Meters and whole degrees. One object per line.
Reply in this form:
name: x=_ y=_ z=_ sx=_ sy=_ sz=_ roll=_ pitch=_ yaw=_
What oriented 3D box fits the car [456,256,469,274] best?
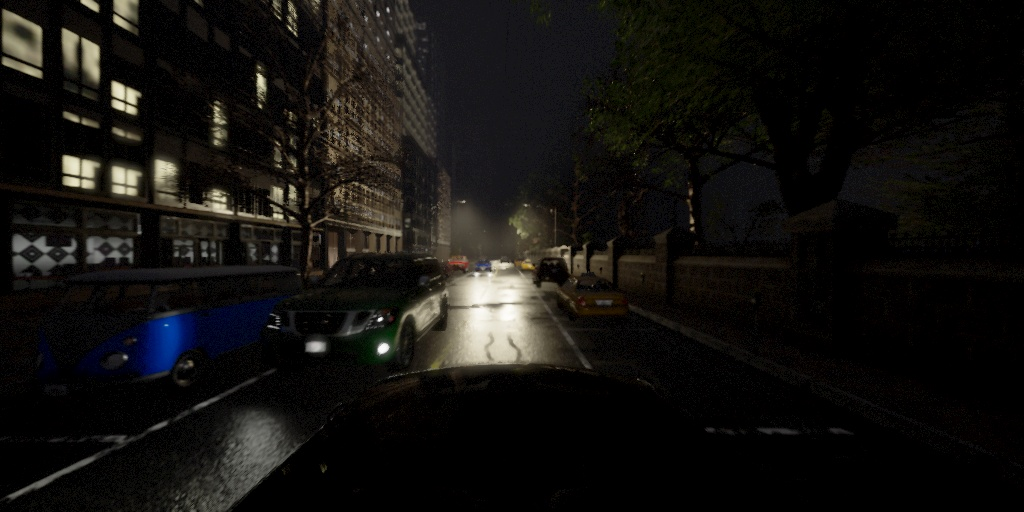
car: x=-5.861 y=0.951 z=39.680 sx=2.192 sy=1.841 sz=5.009 roll=0 pitch=0 yaw=-1

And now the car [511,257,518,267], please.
car: x=1.300 y=1.021 z=60.077 sx=1.801 sy=1.575 sz=5.366 roll=0 pitch=0 yaw=-2

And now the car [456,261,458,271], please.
car: x=-5.667 y=1.254 z=28.586 sx=1.802 sy=1.307 sz=4.207 roll=0 pitch=0 yaw=-1

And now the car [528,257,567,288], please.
car: x=2.433 y=1.001 z=23.156 sx=2.192 sy=1.841 sz=5.009 roll=0 pitch=0 yaw=-1

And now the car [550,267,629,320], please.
car: x=2.531 y=1.245 z=12.229 sx=1.751 sy=1.417 sz=4.829 roll=0 pitch=0 yaw=0

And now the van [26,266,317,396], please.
van: x=-5.468 y=1.079 z=6.395 sx=1.690 sy=1.789 sz=3.998 roll=0 pitch=0 yaw=0

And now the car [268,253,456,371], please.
car: x=-2.853 y=0.952 z=8.002 sx=2.150 sy=2.045 sz=5.566 roll=0 pitch=1 yaw=0

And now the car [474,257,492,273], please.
car: x=-3.290 y=1.153 z=42.102 sx=1.812 sy=1.442 sz=4.674 roll=0 pitch=0 yaw=-1

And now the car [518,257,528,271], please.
car: x=2.037 y=1.141 z=45.513 sx=1.751 sy=1.417 sz=4.829 roll=0 pitch=0 yaw=-1
